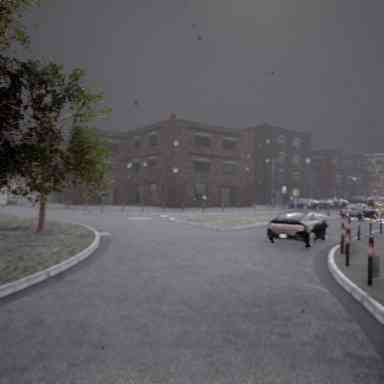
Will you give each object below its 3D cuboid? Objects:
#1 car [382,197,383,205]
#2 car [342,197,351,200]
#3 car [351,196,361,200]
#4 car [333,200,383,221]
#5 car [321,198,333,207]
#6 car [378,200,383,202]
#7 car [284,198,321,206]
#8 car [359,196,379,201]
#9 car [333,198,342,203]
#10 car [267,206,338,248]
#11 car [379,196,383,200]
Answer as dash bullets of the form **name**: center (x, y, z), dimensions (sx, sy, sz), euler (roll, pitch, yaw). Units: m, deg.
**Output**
- **car**: center (41.325, 1.899, 67.298), dimensions (2.185, 1.767, 4.553), euler (1, 0, -38)
- **car**: center (21.740, 1.729, 52.052), dimensions (2.185, 1.767, 4.553), euler (1, 0, -38)
- **car**: center (23.895, 1.877, 53.779), dimensions (2.231, 1.521, 4.892), euler (1, 0, -38)
- **car**: center (15.660, 1.828, 31.087), dimensions (4.902, 1.511, 2.128), euler (1, 0, -41)
- **car**: center (17.365, 1.805, 48.695), dimensions (2.097, 1.535, 5.008), euler (1, 0, -38)
- **car**: center (23.335, 1.931, 37.500), dimensions (5.008, 1.535, 1.882), euler (1, 0, -38)
- **car**: center (15.210, 1.651, 46.969), dimensions (2.185, 1.767, 4.553), euler (1, 0, -38)
- **car**: center (28.235, 1.659, 57.182), dimensions (2.435, 2.045, 5.566), euler (0, 0, -38)
- **car**: center (19.544, 1.870, 50.381), dimensions (2.002, 1.452, 4.674), euler (1, 0, -38)
- **car**: center (5.195, 1.647, 15.879), dimensions (2.128, 1.511, 4.902), euler (1, 0, 35)
- **car**: center (30.539, 1.927, 58.708), dimensions (1.946, 1.575, 5.366), euler (0, 0, -38)
